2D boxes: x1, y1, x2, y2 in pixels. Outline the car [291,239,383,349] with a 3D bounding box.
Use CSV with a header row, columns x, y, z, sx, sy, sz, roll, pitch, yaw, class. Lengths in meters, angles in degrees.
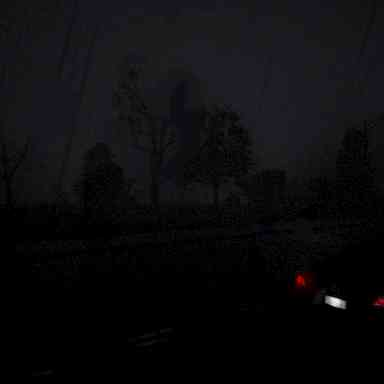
x,y,z,sx,sy,sz,roll,pitch,yaw,class
3.728,1.563,5.943,4.181,1.385,1.994,0,0,-34,car
